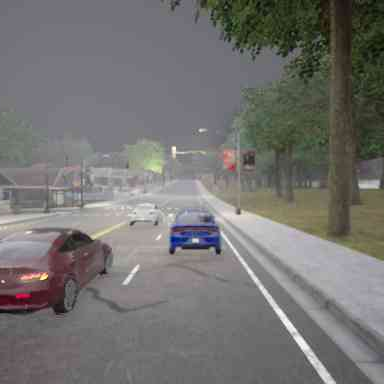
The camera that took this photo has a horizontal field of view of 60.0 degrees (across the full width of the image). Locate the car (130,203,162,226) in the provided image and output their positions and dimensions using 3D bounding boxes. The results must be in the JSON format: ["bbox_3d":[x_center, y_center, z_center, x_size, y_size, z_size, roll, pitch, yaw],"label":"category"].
[{"bbox_3d":[-3.153,1.507,23.383,1.812,1.442,4.674,0,0,0],"label":"car"}]

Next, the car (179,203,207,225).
[{"bbox_3d":[0.098,1.582,24.916,1.895,1.301,4.718,0,0,0],"label":"car"}]

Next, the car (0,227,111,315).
[{"bbox_3d":[-3.154,1.512,7.433,1.812,1.442,4.674,0,0,0],"label":"car"}]

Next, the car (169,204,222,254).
[{"bbox_3d":[0.097,1.461,13.515,1.882,1.535,5.008,0,0,-1],"label":"car"}]
